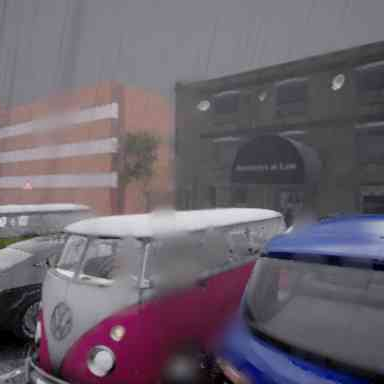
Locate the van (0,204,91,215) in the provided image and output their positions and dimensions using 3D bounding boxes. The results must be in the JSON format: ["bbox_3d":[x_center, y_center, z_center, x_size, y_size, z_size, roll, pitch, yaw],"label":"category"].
[{"bbox_3d":[-4.585,1.311,8.123,1.878,1.987,4.442,0,0,36],"label":"van"}]

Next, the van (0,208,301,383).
[{"bbox_3d":[-0.083,1.274,4.910,1.878,1.987,4.442,-1,0,36],"label":"van"}]
